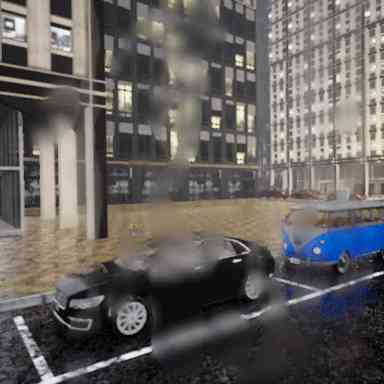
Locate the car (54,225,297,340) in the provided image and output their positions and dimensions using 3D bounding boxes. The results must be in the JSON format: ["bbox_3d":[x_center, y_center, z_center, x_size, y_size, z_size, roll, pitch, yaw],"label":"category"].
[{"bbox_3d":[-0.281,1.490,6.359,4.403,1.369,2.008,-1,1,-35],"label":"car"}]

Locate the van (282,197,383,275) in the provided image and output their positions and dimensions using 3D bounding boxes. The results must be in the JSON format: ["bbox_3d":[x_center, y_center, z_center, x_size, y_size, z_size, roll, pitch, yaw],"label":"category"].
[{"bbox_3d":[4.314,1.179,9.636,3.998,1.788,1.690,-1,1,-35],"label":"van"}]

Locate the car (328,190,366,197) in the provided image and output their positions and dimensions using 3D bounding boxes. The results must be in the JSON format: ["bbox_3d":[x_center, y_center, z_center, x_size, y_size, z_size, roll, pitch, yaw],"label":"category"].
[{"bbox_3d":[17.919,0.412,38.301,1.967,1.590,4.097,0,1,-36],"label":"car"}]

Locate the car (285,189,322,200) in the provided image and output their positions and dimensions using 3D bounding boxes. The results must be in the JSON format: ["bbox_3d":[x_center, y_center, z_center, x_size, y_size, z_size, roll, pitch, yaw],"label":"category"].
[{"bbox_3d":[14.669,0.447,42.833,1.802,1.307,4.206,0,1,-36],"label":"car"}]

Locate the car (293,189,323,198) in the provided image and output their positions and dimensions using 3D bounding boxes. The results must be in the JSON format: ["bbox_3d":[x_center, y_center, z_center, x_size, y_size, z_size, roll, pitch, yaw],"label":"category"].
[{"bbox_3d":[18.195,0.177,52.293,1.802,1.307,4.206,0,1,-36],"label":"car"}]

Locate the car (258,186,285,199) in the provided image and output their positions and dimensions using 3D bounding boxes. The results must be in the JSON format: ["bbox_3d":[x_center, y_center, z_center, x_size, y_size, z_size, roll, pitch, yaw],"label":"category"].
[{"bbox_3d":[11.424,0.073,47.359,2.192,1.841,5.009,0,1,-36],"label":"car"}]
